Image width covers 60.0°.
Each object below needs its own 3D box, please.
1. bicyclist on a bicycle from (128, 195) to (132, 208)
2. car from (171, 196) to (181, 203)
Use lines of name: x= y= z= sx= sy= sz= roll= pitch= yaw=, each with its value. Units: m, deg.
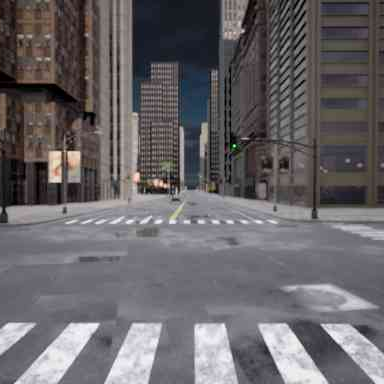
bicyclist on a bicycle: x=-8.741 y=1.294 z=46.409 sx=0.659 sy=1.776 sz=1.843 roll=0 pitch=0 yaw=0
car: x=-3.237 y=1.552 z=66.861 sx=1.895 sy=1.301 sz=4.718 roll=0 pitch=0 yaw=0
